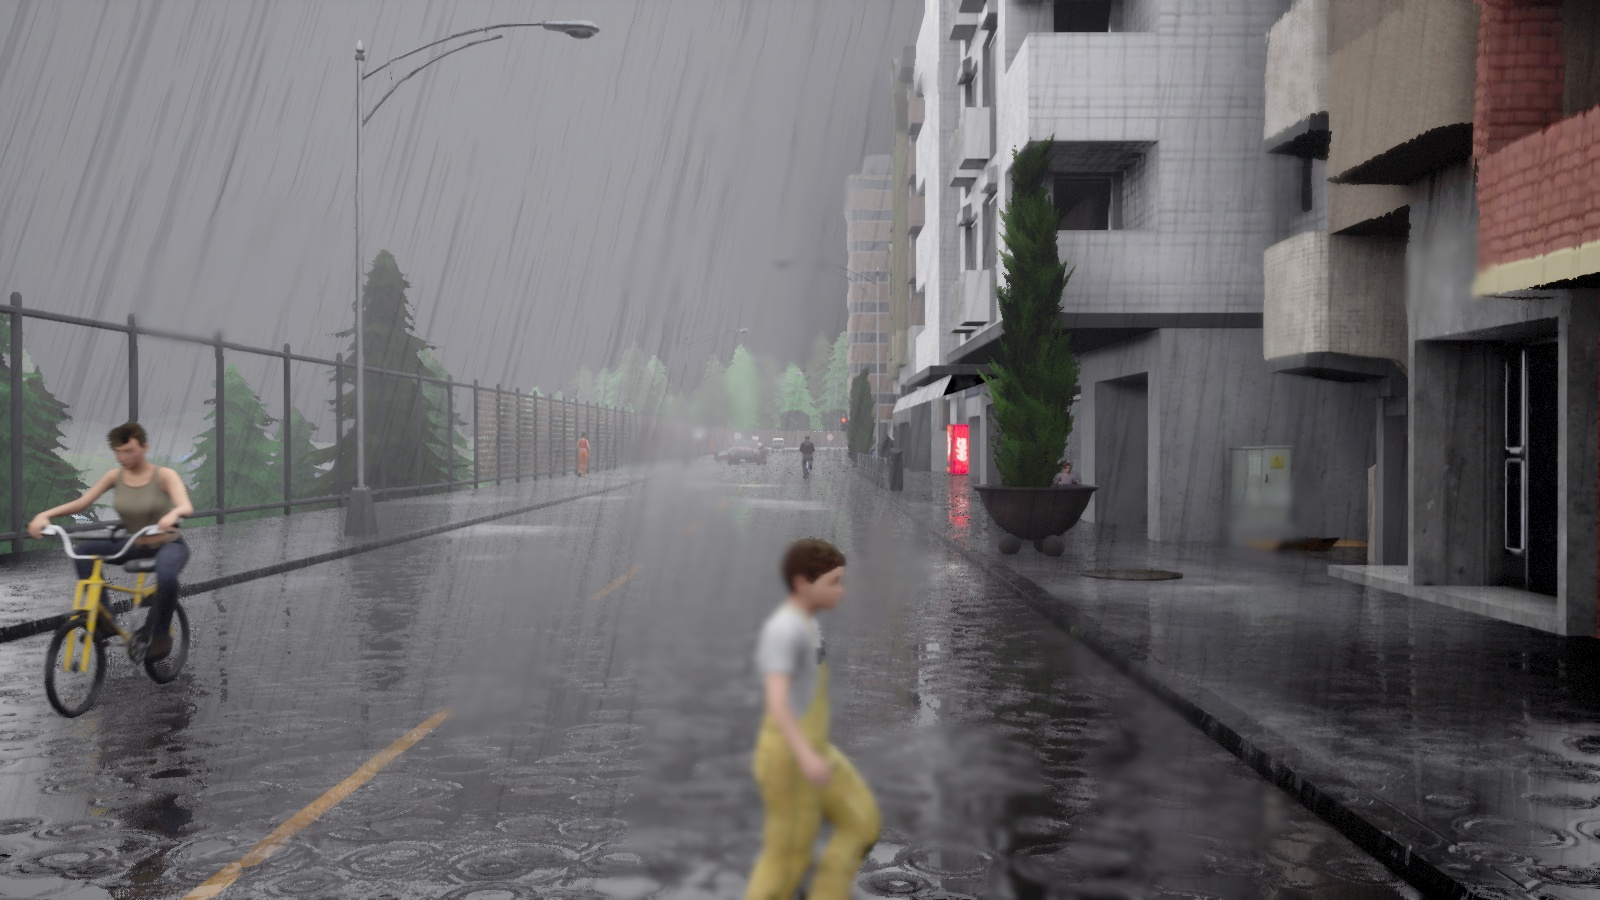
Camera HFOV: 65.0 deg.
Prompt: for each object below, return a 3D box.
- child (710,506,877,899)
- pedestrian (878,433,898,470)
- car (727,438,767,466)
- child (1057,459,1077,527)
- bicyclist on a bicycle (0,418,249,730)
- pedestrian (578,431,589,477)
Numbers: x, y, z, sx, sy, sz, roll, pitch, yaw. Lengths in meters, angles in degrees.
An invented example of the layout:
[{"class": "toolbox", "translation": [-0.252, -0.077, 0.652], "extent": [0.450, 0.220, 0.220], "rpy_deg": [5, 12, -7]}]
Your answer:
[{"class": "child", "translation": [-0.012, 0.801, 3.610], "extent": [0.437, 1.263, 0.270], "rpy_deg": [0, 0, 10]}, {"class": "pedestrian", "translation": [4.422, 0.075, 63.159], "extent": [0.634, 1.844, 0.899], "rpy_deg": [0, 0, 32]}, {"class": "car", "translation": [-3.461, 0.102, 82.973], "extent": [2.097, 1.767, 4.553], "rpy_deg": [0, 0, 5]}, {"class": "child", "translation": [4.425, 0.714, 20.835], "extent": [0.255, 1.110, 0.394], "rpy_deg": [0, 0, 0]}, {"class": "bicyclist on a bicycle", "translation": [-3.943, 0.636, 7.236], "extent": [0.866, 1.612, 1.509], "rpy_deg": [0, 0, 0]}, {"class": "pedestrian", "translation": [-8.737, 0.144, 50.658], "extent": [0.345, 1.836, 0.594], "rpy_deg": [0, 0, -4]}]
